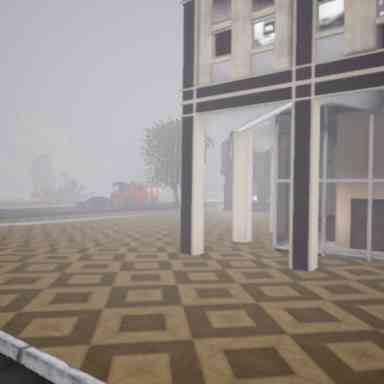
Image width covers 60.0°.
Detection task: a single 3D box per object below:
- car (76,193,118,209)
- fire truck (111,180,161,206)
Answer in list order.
[{"bbox_3d":[-12.495,1.324,42.956,1.882,1.535,5.008,1,1,38],"label":"car"},{"bbox_3d":[-8.698,0.114,52.866,2.891,3.827,8.468,1,1,38],"label":"fire truck"}]
